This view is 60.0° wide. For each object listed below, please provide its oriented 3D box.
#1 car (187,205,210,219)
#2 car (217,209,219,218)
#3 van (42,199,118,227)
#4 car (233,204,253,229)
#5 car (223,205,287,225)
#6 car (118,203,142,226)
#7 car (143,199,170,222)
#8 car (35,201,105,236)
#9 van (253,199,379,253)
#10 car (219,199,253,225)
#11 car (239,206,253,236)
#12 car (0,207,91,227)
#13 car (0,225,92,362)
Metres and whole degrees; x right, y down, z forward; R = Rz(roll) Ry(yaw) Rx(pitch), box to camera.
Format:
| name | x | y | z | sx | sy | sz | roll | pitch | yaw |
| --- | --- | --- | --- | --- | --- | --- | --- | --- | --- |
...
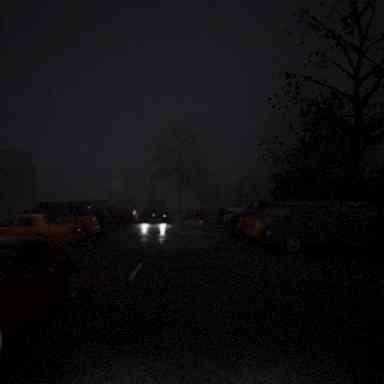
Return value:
| name | x | y | z | sx | sy | sz | roll | pitch | yaw |
| --- | --- | --- | --- | --- | --- | --- | --- | --- | --- |
| car | 0.706 | 2.145 | 37.104 | 1.882 | 1.535 | 5.008 | -1 | -2 | 10 |
| car | 5.037 | 1.681 | 30.105 | 5.566 | 2.045 | 2.435 | 0 | -2 | 0 |
| van | -7.062 | 1.463 | 20.074 | 4.442 | 1.987 | 1.878 | 0 | -1 | 0 |
| car | 5.276 | 1.663 | 18.923 | 5.366 | 1.575 | 1.946 | 0 | -1 | 0 |
| car | 5.071 | 1.859 | 27.430 | 4.892 | 1.521 | 2.231 | 0 | -2 | 0 |
| car | -7.157 | 1.573 | 26.265 | 5.566 | 2.045 | 2.435 | 0 | -1 | 0 |
| car | -3.290 | 1.707 | 31.213 | 2.150 | 2.045 | 5.566 | 0 | -2 | 0 |
| car | -7.147 | 1.506 | 17.035 | 4.553 | 1.767 | 2.185 | 0 | -1 | 0 |
| van | 4.974 | 1.354 | 13.472 | 4.442 | 1.987 | 1.878 | 0 | -1 | 0 |
| car | 5.062 | 1.534 | 24.644 | 5.566 | 2.045 | 2.435 | 0 | -2 | 0 |
| car | 5.276 | 1.618 | 16.262 | 5.366 | 1.575 | 1.946 | 0 | -1 | 0 |
| car | -7.362 | 1.586 | 14.116 | 5.366 | 1.575 | 1.946 | 0 | -1 | 0 |
| car | -3.349 | 1.547 | 5.610 | 1.812 | 1.442 | 4.674 | 0 | 0 | 0 |
